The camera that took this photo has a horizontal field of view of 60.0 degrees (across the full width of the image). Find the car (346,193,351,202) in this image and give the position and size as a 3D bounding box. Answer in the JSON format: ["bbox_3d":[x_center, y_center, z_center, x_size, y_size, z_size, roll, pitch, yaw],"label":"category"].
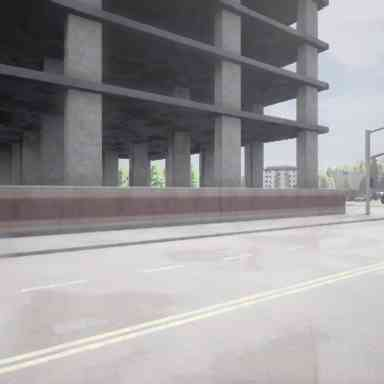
[{"bbox_3d":[33.795,1.362,71.490,3.905,1.438,1.784,0,0,-35],"label":"car"}]

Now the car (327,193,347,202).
[{"bbox_3d":[32.203,1.151,73.651,4.605,1.855,1.932,0,0,-35],"label":"car"}]

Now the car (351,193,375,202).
[{"bbox_3d":[35.467,1.393,69.127,3.806,1.475,1.970,0,0,-35],"label":"car"}]
